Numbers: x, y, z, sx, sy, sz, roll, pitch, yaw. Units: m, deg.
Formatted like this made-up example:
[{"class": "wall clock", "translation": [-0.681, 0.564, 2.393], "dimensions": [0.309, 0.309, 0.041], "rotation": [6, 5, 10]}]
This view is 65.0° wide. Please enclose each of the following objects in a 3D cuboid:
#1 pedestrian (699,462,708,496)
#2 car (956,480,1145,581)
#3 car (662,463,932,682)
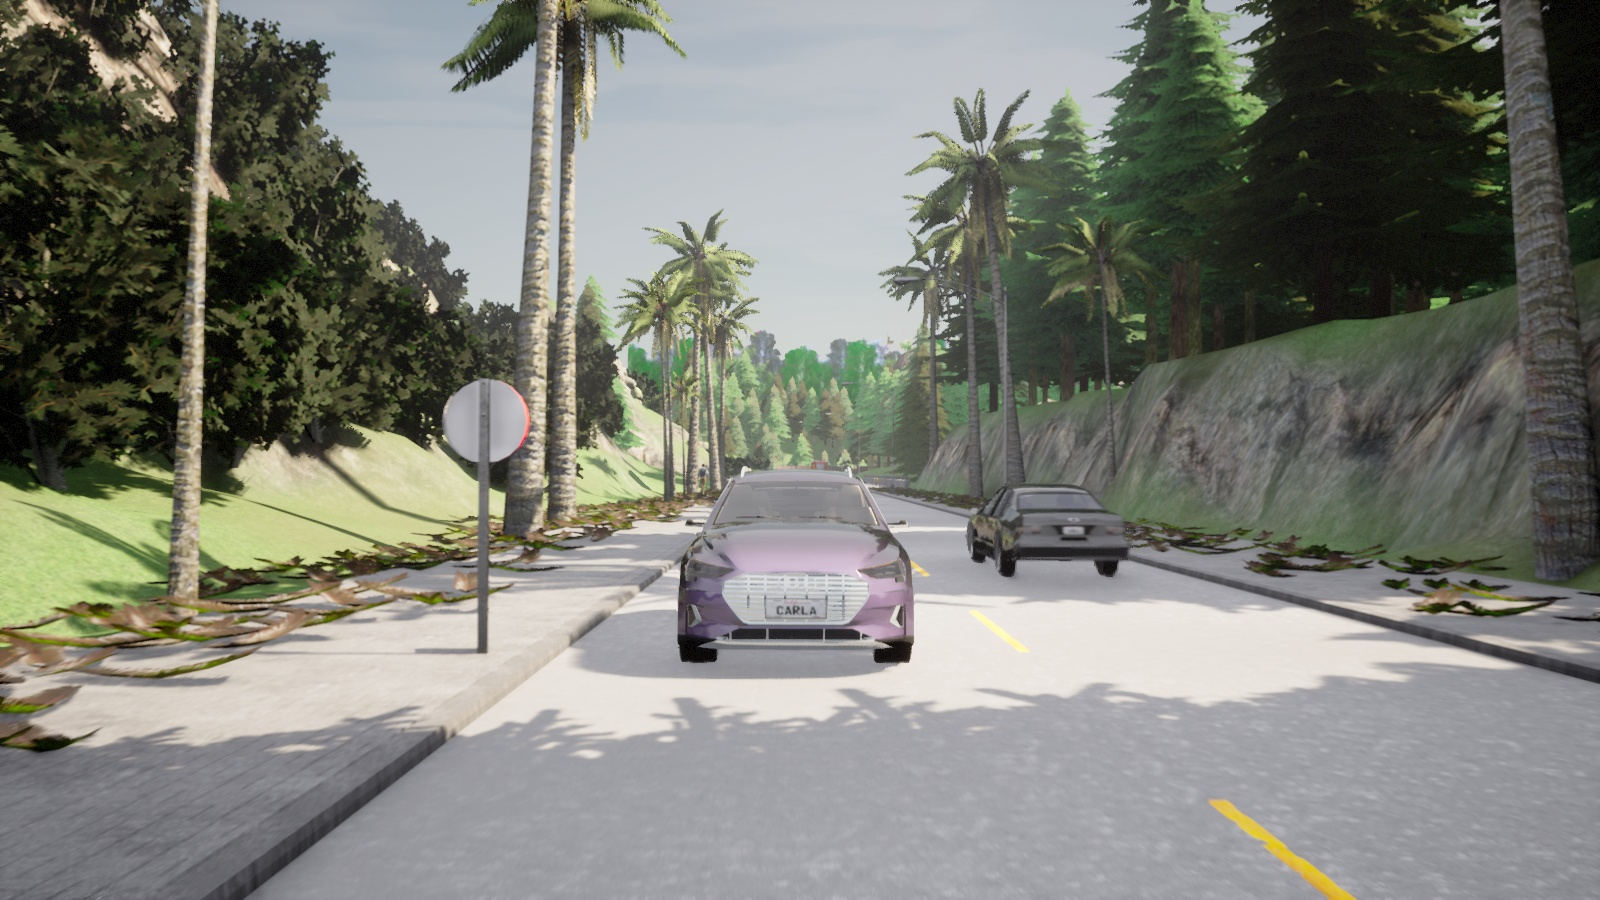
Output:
[{"class": "pedestrian", "translation": [-5.603, 1.699, 72.836], "dimensions": [0.423, 1.949, 0.788], "rotation": [0, -1, 0]}, {"class": "car", "translation": [3.947, 1.226, 20.793], "dimensions": [2.033, 1.411, 5.357], "rotation": [0, -1, 0]}, {"class": "car", "translation": [-0.030, 0.963, 11.919], "dimensions": [2.033, 1.649, 4.856], "rotation": [0, -1, 0]}]
